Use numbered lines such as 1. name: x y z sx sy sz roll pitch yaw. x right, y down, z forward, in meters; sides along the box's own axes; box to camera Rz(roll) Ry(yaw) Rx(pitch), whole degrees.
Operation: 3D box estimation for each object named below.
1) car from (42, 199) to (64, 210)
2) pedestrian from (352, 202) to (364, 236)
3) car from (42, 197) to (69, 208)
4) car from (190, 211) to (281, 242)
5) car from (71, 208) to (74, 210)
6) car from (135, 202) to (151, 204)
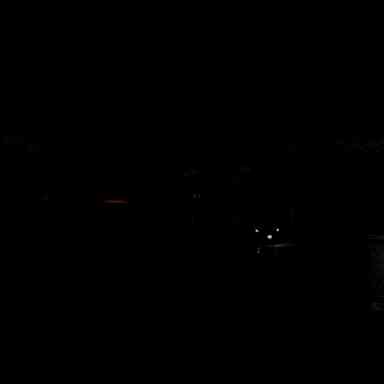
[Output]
1. car: -22.991 2.011 54.998 2.097 1.767 4.553 3 -2 -40
2. pedestrian: 8.812 1.422 17.729 0.375 1.860 0.375 1 -1 -35
3. car: -19.336 1.704 46.124 2.150 2.045 5.566 3 -2 -39
4. car: 2.003 1.672 17.216 2.033 1.411 5.357 2 -2 -35
5. car: -16.739 2.093 47.362 1.837 1.490 4.892 2 -2 -38
6. car: -3.667 1.597 25.249 2.097 1.767 4.553 2 -2 -36
